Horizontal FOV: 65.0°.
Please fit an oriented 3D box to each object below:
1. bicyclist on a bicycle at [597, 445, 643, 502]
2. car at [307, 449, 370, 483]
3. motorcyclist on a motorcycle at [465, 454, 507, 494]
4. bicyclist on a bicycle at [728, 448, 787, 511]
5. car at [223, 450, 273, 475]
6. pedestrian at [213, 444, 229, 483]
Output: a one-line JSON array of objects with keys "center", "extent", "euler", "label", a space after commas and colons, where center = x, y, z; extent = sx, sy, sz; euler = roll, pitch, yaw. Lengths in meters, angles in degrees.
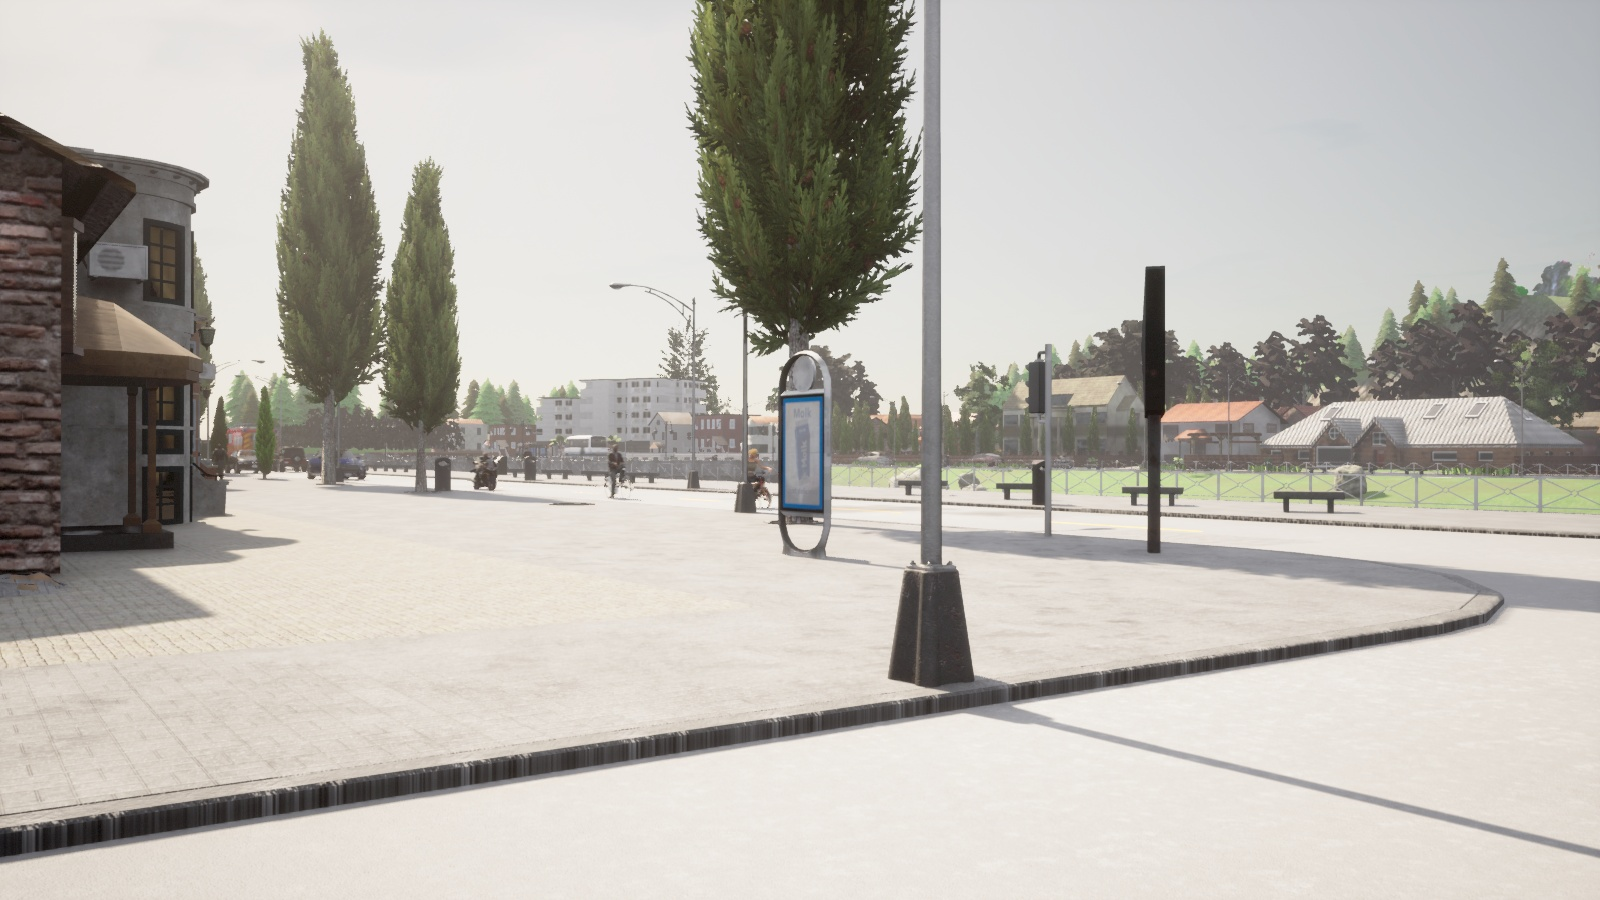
[{"center": [-5.720, 0.725, 39.853], "extent": [0.659, 1.776, 1.843], "euler": [0, 0, -35], "label": "bicyclist on a bicycle"}, {"center": [-24.679, 0.820, 67.054], "extent": [2.097, 1.767, 4.553], "euler": [0, 0, -35], "label": "car"}, {"center": [-12.356, 0.927, 49.373], "extent": [0.866, 1.530, 2.191], "euler": [0, 0, -35], "label": "motorcyclist on a motorcycle"}, {"center": [-1.137, 0.765, 33.275], "extent": [0.866, 1.612, 1.509], "euler": [0, 0, -35], "label": "bicyclist on a bicycle"}, {"center": [-37.734, 0.813, 85.786], "extent": [2.152, 1.651, 5.027], "euler": [0, 0, -35], "label": "car"}, {"center": [-28.405, 0.666, 61.580], "extent": [0.563, 1.883, 0.849], "euler": [0, 0, -15], "label": "pedestrian"}]
